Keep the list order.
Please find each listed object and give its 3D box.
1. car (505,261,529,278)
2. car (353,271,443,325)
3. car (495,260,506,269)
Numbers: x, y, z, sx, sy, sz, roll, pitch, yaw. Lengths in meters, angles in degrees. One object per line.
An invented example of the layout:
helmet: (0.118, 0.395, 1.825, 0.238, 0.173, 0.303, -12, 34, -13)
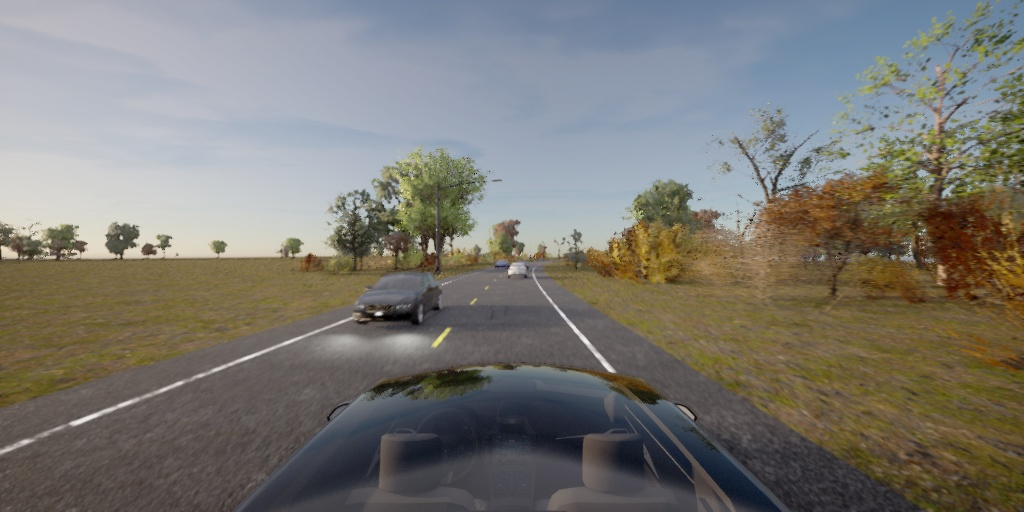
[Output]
car: (0.578, 1.386, 35.774, 1.812, 1.442, 4.674, 0, 0, 2)
car: (-3.581, 1.294, 12.090, 1.837, 1.490, 4.892, 0, 0, 0)
car: (-1.730, 1.397, 59.346, 1.882, 1.535, 5.008, 0, 1, 5)
